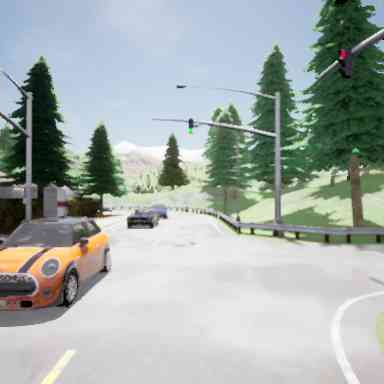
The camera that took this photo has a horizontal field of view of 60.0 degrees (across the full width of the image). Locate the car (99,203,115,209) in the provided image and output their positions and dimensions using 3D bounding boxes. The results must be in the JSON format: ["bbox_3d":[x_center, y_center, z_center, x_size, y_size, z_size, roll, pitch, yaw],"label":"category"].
[{"bbox_3d":[-13.105,2.127,46.538,4.674,1.442,1.812,0,-1,8],"label":"car"}]

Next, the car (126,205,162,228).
[{"bbox_3d":[-3.576,1.916,24.783,1.895,1.301,4.718,0,-1,0],"label":"car"}]

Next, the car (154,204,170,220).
[{"bbox_3d":[-3.349,1.948,33.565,1.812,1.442,4.674,0,-1,-1],"label":"car"}]

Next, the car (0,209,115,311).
[{"bbox_3d":[-3.494,1.465,8.237,2.097,1.767,4.553,0,-1,0],"label":"car"}]
